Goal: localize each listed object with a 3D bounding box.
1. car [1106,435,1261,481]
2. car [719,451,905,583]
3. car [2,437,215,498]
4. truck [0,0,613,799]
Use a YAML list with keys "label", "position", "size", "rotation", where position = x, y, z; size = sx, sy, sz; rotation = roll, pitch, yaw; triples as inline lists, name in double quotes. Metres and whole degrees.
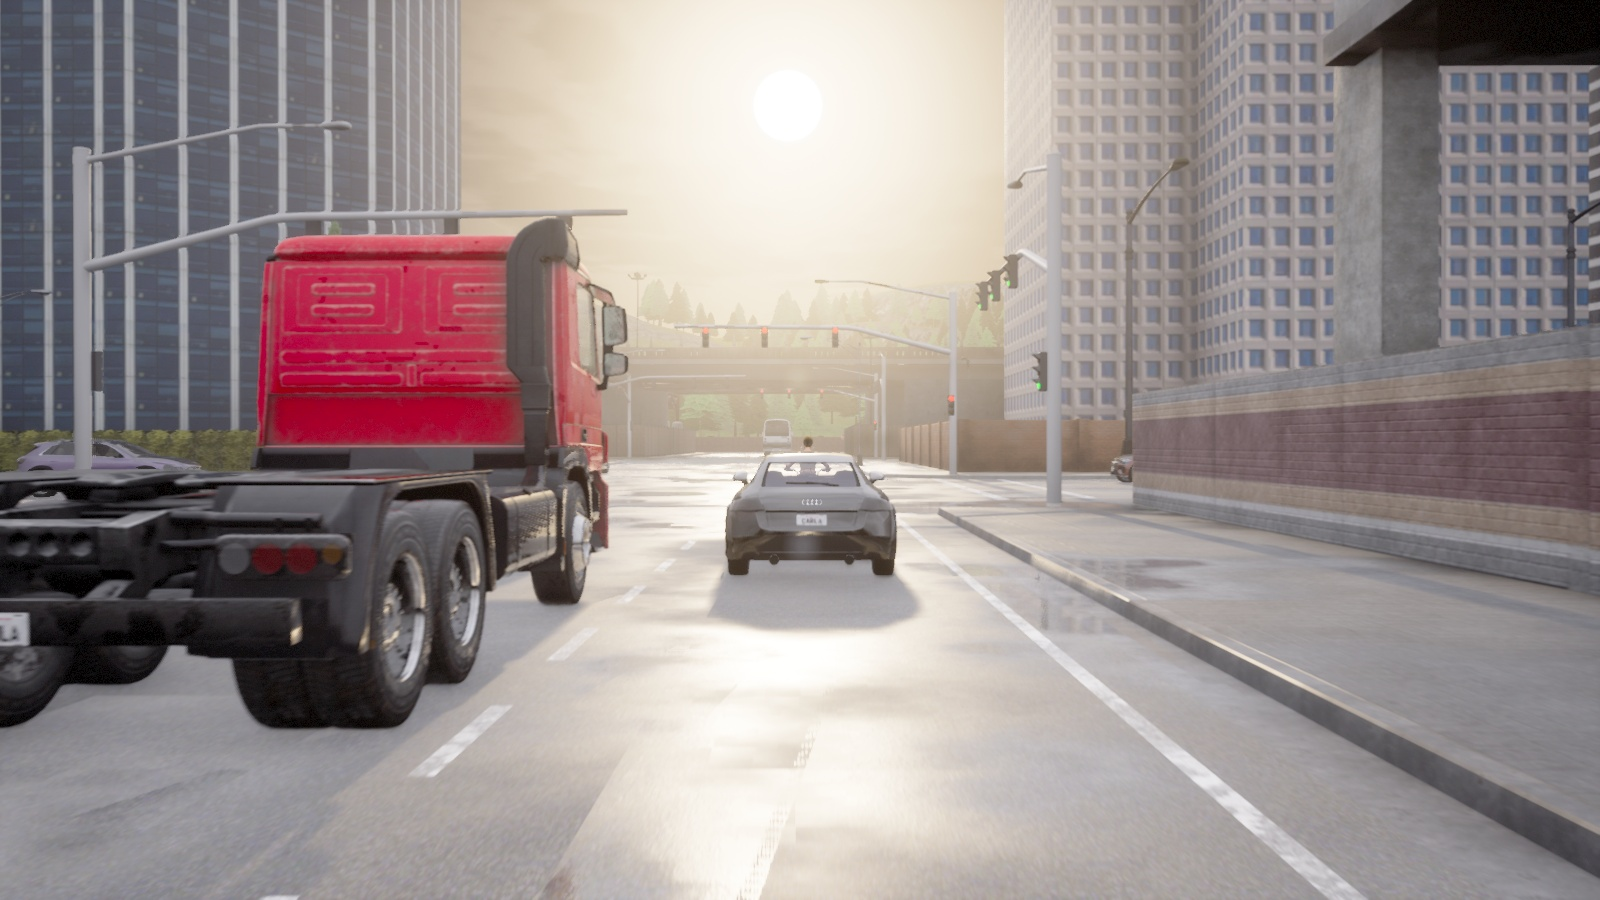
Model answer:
- label: "car"
  position: [13.966, 0.278, 45.921]
  size: [5.027, 1.651, 2.152]
  rotation: [0, 0, 1]
- label: "car"
  position: [0.110, 0.722, 15.547]
  size: [1.994, 1.385, 4.181]
  rotation: [0, 0, 0]
- label: "car"
  position: [-19.294, 0.463, 35.212]
  size: [4.856, 1.649, 2.033]
  rotation: [0, 0, 0]
- label: "truck"
  position: [-3.431, -0.290, 9.241]
  size: [2.891, 3.462, 7.936]
  rotation: [0, 0, 0]
